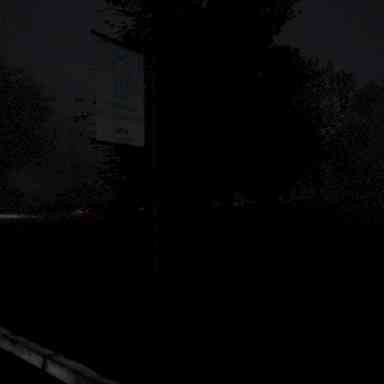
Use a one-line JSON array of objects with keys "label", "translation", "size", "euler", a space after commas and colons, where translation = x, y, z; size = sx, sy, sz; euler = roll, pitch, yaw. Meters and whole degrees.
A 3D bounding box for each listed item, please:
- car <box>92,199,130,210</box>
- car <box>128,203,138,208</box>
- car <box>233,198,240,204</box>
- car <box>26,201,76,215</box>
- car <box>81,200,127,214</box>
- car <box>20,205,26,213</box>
[{"label": "car", "translation": [-11.854, 1.826, 48.866], "size": [2.033, 1.411, 5.357], "euler": [-1, 0, 38]}, {"label": "car", "translation": [-9.533, 1.474, 46.163], "size": [2.150, 2.045, 5.566], "euler": [-1, 0, 38]}, {"label": "car", "translation": [7.649, 1.636, 63.964], "size": [1.994, 1.385, 4.181], "euler": [-1, 0, 32]}, {"label": "car", "translation": [-15.845, 1.764, 38.175], "size": [1.882, 1.535, 5.008], "euler": [-1, 0, 39]}, {"label": "car", "translation": [-10.415, 1.846, 39.029], "size": [1.895, 1.301, 4.718], "euler": [-1, 0, 38]}, {"label": "car", "translation": [-18.309, 1.806, 40.699], "size": [2.128, 1.511, 4.902], "euler": [-1, 0, 39]}]
